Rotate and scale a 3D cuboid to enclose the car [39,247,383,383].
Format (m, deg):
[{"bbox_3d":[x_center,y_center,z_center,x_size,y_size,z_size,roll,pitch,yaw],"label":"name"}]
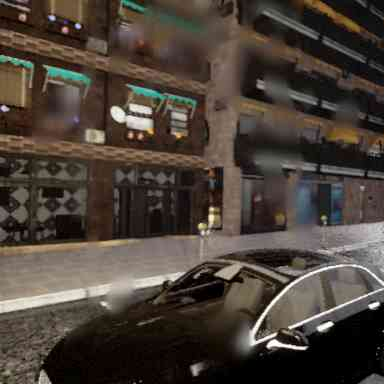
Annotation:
[{"bbox_3d":[0.834,1.522,3.975,4.892,1.490,1.837,0,0,-36],"label":"car"}]
